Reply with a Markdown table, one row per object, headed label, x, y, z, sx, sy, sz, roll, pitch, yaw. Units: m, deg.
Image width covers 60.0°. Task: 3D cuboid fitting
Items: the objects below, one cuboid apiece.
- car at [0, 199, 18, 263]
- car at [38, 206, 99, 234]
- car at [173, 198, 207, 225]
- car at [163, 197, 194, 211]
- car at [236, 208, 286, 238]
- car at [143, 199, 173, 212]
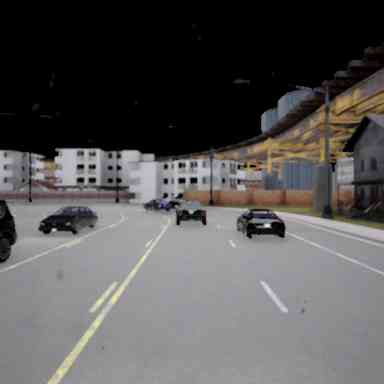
| label | x | y | z | sx | sy | sz | roll | pitch | yaw |
| --- | --- | --- | --- | --- | --- | --- | --- | --- | --- |
| car | -7.003 | 1.224 | 9.049 | 2.150 | 2.045 | 5.566 | 0 | 0 | 0 |
| car | -7.007 | 1.552 | 19.556 | 2.033 | 1.411 | 5.357 | 0 | 0 | 0 |
| car | -0.146 | 1.357 | 24.411 | 2.097 | 1.767 | 4.553 | 0 | 0 | -3 |
| car | -1.836 | 1.486 | 42.262 | 1.882 | 1.535 | 5.008 | 0 | 0 | -30 |
| car | 3.585 | 1.567 | 17.883 | 1.994 | 1.385 | 4.181 | 0 | 0 | 0 |
| car | -4.218 | 1.556 | 39.467 | 2.033 | 1.411 | 5.357 | 0 | 0 | -27 |
